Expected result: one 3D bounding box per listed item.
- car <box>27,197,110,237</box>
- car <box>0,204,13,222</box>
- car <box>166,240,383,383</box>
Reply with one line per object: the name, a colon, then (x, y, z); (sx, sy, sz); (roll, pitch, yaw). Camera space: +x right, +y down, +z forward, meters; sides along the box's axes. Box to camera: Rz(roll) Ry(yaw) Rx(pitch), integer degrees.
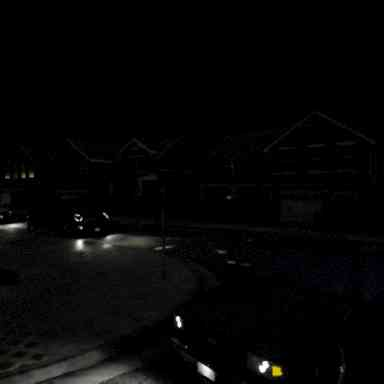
car: (-6.182, 1.130, 16.583); (4.553, 1.767, 2.097); (1, 1, 35)
car: (-13.537, 1.209, 21.638); (4.674, 1.442, 1.812); (1, 1, 34)
car: (2.256, 1.523, 5.201); (5.357, 1.411, 2.033); (0, 0, -38)
